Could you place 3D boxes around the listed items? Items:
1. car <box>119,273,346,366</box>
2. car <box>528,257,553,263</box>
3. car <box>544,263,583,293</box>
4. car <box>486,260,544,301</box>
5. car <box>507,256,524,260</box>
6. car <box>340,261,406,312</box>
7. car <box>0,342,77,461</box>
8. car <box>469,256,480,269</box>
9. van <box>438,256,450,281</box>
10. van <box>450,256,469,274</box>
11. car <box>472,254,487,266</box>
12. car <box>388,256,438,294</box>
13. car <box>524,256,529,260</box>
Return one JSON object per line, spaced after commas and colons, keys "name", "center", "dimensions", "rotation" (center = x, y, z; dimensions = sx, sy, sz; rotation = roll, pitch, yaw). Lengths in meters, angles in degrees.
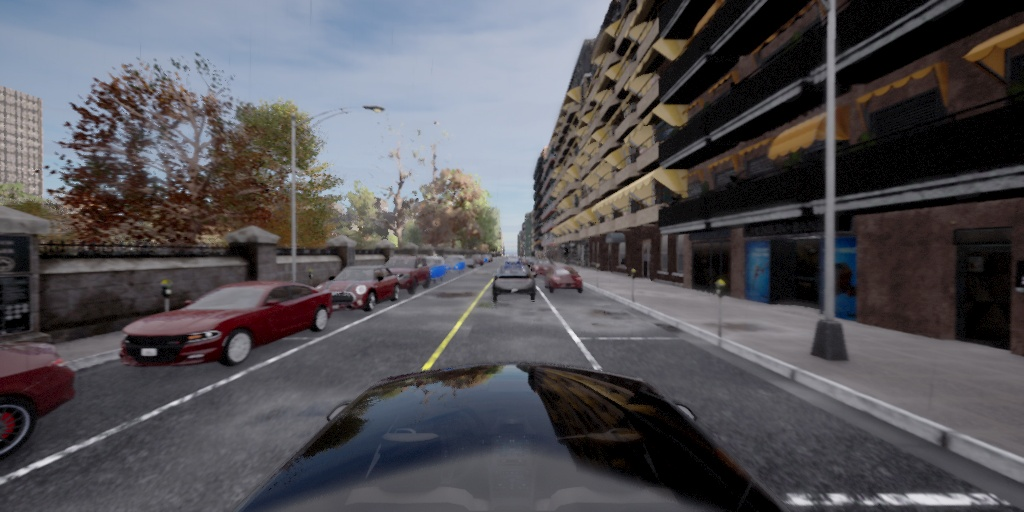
{"name": "car", "center": [-5.690, 1.246, 7.870], "dimensions": [1.888, 1.381, 4.507], "rotation": [0, 0, 0]}
{"name": "car", "center": [2.686, 0.984, 30.391], "dimensions": [1.967, 1.591, 4.097], "rotation": [0, 0, 0]}
{"name": "car", "center": [2.688, 1.204, 19.129], "dimensions": [1.802, 1.307, 4.207], "rotation": [0, 0, 0]}
{"name": "car", "center": [0.092, 1.132, 16.460], "dimensions": [2.128, 1.511, 4.902], "rotation": [0, 0, 0]}
{"name": "car", "center": [0.091, 0.942, 42.117], "dimensions": [1.882, 1.535, 5.008], "rotation": [0, 0, 0]}
{"name": "car", "center": [-5.690, 1.101, 13.498], "dimensions": [1.967, 1.591, 4.097], "rotation": [0, 0, 0]}
{"name": "car", "center": [-5.689, 1.328, 2.242], "dimensions": [1.802, 1.307, 4.207], "rotation": [0, 0, 0]}
{"name": "car", "center": [-5.697, 0.995, 47.280], "dimensions": [1.948, 1.339, 4.313], "rotation": [0, 0, 0]}
{"name": "van", "center": [-5.693, 0.924, 24.758], "dimensions": [1.690, 1.789, 3.998], "rotation": [0, 0, 0]}
{"name": "van", "center": [-5.695, 0.847, 36.019], "dimensions": [1.690, 1.789, 3.998], "rotation": [0, 0, 0]}
{"name": "car", "center": [-5.699, 0.672, 58.539], "dimensions": [2.192, 1.841, 5.009], "rotation": [0, 0, 0]}
{"name": "car", "center": [-5.692, 0.937, 19.128], "dimensions": [2.192, 1.841, 5.009], "rotation": [0, 0, 0]}
{"name": "car", "center": [2.683, 0.995, 47.282], "dimensions": [1.948, 1.339, 4.313], "rotation": [0, 0, 0]}
